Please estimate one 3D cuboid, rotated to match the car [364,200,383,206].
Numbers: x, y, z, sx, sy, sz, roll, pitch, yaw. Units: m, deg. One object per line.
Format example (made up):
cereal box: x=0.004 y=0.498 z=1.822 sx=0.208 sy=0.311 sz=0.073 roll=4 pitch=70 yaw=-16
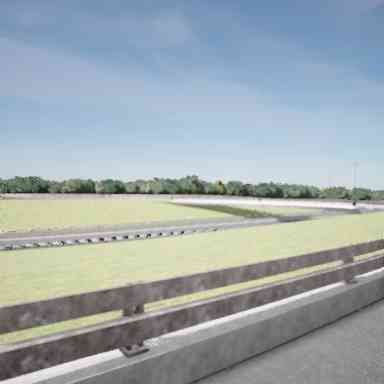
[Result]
car: x=43.053 y=2.628 z=79.775 sx=1.837 sy=1.490 sz=4.892 roll=0 pitch=-1 yaw=0
